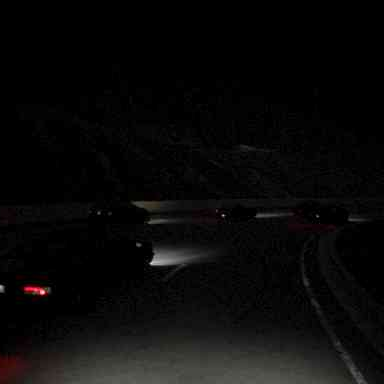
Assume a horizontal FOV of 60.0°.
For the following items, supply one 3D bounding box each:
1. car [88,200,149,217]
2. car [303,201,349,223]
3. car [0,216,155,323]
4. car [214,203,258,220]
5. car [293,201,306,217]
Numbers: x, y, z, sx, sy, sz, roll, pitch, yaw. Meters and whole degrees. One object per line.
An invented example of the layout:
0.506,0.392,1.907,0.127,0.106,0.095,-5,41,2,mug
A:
-4.752,1.327,22.193,2.097,1.767,4.553,0,0,26,car
10.759,1.610,26.107,1.812,1.442,4.674,0,0,42,car
-2.473,1.533,7.556,2.033,1.411,5.357,0,0,12,car
3.970,1.639,28.977,1.895,1.301,4.718,0,0,39,car
11.538,1.569,31.755,5.008,1.535,1.882,0,0,-43,car
